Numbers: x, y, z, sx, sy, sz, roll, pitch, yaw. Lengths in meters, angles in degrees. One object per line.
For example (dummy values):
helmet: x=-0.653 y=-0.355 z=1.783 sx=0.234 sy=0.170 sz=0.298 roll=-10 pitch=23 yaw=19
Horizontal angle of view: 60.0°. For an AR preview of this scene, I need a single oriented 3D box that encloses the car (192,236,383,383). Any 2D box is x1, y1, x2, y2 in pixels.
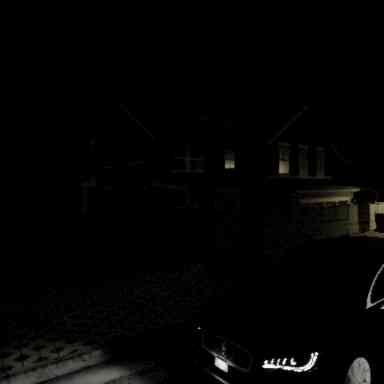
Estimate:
car: x=2.237 y=1.477 z=4.818 sx=4.892 sy=1.490 sz=1.837 roll=0 pitch=0 yaw=-37
